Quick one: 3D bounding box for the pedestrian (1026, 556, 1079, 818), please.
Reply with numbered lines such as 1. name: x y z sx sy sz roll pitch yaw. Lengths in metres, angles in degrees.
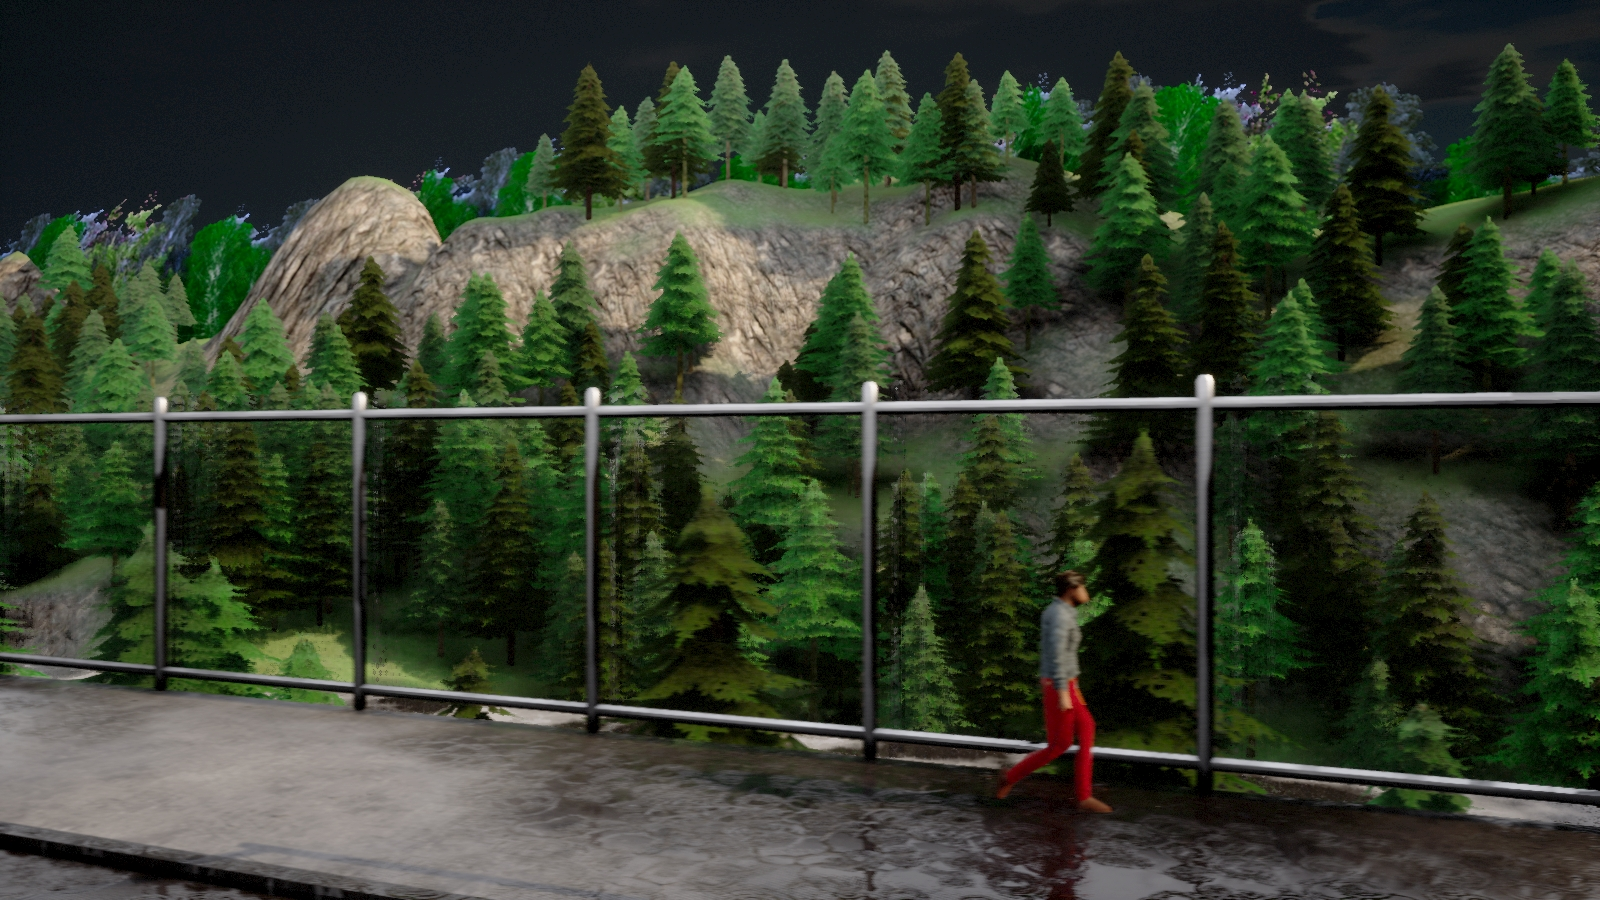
1. pedestrian: 1.886 1.745 8.528 0.375 1.860 0.375 0 0 14
